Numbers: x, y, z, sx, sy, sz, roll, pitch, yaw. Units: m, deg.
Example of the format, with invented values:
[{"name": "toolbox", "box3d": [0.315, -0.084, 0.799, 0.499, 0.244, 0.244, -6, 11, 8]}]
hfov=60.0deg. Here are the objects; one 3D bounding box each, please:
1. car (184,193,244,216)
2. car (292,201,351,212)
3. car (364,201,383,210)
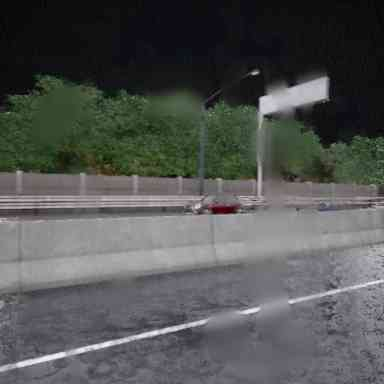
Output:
[{"name": "car", "box3d": [1.635, 0.977, 24.761, 4.553, 1.767, 2.097, 1, 1, -31]}, {"name": "car", "box3d": [9.990, 1.383, 25.658, 4.718, 1.301, 1.895, 1, 1, -31]}, {"name": "car", "box3d": [14.534, 1.389, 24.284, 4.902, 1.511, 2.128, 1, 1, -31]}]
